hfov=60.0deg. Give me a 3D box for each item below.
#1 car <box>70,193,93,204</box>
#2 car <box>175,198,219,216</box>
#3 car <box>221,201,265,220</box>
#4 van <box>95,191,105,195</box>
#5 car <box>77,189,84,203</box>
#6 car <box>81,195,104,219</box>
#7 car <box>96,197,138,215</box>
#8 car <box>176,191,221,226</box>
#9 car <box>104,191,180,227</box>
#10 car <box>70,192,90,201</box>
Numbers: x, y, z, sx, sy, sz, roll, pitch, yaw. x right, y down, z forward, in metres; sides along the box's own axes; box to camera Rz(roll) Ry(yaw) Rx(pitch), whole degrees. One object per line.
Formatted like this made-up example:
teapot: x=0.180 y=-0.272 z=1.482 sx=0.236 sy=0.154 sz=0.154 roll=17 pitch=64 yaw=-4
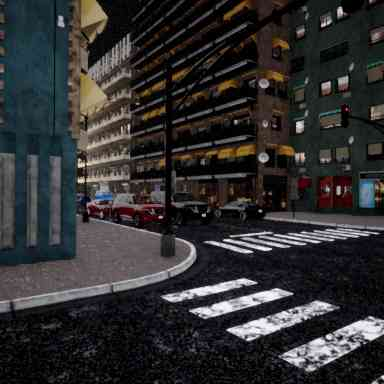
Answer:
car: x=-15.985 y=0.899 z=47.817 sx=1.994 sy=1.385 sz=4.181 roll=1 pitch=0 yaw=-35
car: x=0.354 y=1.288 z=29.713 sx=1.802 sy=1.307 sz=4.206 roll=2 pitch=0 yaw=-36
car: x=3.616 y=1.353 z=25.197 sx=1.947 sy=1.339 sz=4.313 roll=2 pitch=0 yaw=-36
van: x=-12.688 y=0.726 z=47.776 sx=1.690 sy=1.788 sz=3.998 roll=2 pitch=0 yaw=-36
car: x=-14.853 y=0.619 z=40.903 sx=2.150 sy=2.045 sz=5.566 roll=1 pitch=1 yaw=-35
car: x=-6.461 y=1.182 z=24.838 sx=1.887 sy=1.381 sz=4.507 roll=2 pitch=0 yaw=-36
car: x=-6.744 y=1.201 z=29.635 sx=1.895 sy=1.301 sz=4.718 roll=1 pitch=0 yaw=-36
car: x=-0.920 y=0.966 z=21.572 sx=2.150 sy=2.045 sz=5.566 roll=1 pitch=0 yaw=-36
car: x=-3.192 y=1.033 z=20.322 sx=2.192 sy=1.841 sz=5.009 roll=2 pitch=0 yaw=-36
car: x=-19.216 y=0.769 z=56.806 sx=1.887 sy=1.381 sz=4.507 roll=2 pitch=0 yaw=-36
